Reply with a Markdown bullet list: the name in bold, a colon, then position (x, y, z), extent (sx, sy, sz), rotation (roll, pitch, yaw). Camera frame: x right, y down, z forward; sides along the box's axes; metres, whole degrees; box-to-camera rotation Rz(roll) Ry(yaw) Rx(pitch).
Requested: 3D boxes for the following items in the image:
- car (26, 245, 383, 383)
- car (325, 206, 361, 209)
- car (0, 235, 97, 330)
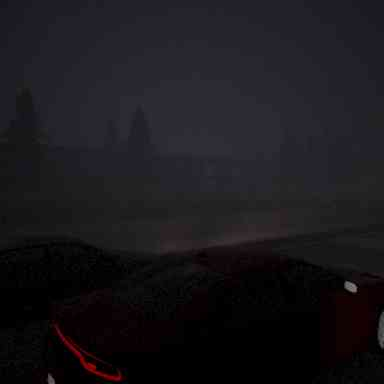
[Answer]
- **car**: position (0.807, 1.451, 4.321), extent (5.008, 1.535, 1.882), rotation (-1, 0, -35)
- **car**: position (14.285, 1.288, 31.405), extent (5.357, 1.411, 2.033), rotation (-1, 0, -36)
- **car**: position (-2.658, 1.536, 6.150), extent (5.357, 1.411, 2.033), rotation (-1, 0, -35)
